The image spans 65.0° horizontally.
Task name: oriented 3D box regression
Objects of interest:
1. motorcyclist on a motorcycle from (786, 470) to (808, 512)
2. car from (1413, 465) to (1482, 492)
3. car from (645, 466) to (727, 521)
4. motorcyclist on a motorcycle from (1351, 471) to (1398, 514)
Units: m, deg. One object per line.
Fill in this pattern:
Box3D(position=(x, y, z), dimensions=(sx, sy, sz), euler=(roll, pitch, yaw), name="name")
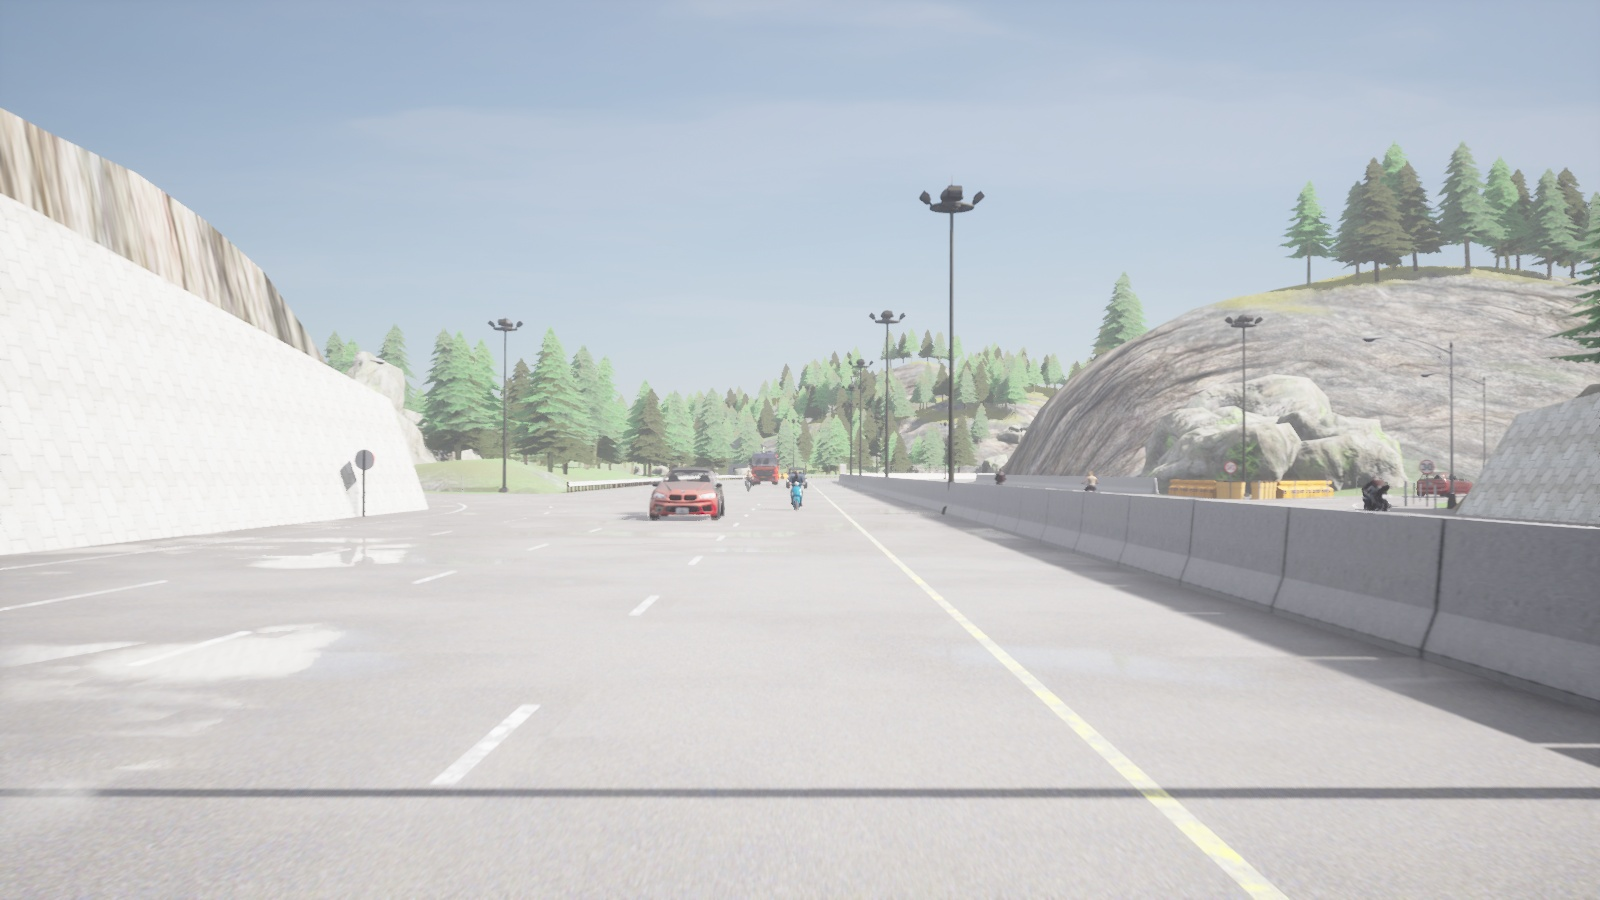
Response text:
Box3D(position=(-0.120, 1.594, 49.332), dimensions=(0.866, 1.590, 1.817), euler=(0, -1, 0), name="motorcyclist on a motorcycle")
Box3D(position=(42.853, 1.867, 83.120), dimensions=(4.611, 1.667, 2.242), euler=(0, -1, -37), name="car")
Box3D(position=(-3.599, 1.353, 40.618), dimensions=(2.242, 1.667, 4.611), euler=(0, -1, 0), name="car")
Box3D(position=(21.205, 1.541, 46.389), dimensions=(0.866, 1.530, 2.191), euler=(0, -1, 5), name="motorcyclist on a motorcycle")
